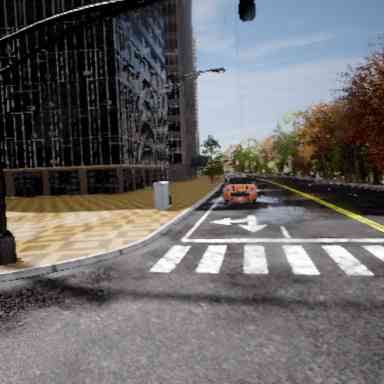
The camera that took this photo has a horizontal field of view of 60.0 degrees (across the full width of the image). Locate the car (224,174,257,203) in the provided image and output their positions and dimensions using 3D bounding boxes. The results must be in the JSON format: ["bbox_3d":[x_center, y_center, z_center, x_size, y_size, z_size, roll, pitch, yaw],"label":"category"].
[{"bbox_3d":[3.324,-0.297,22.958,2.097,1.767,4.553,-2,4,9],"label":"car"}]

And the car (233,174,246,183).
[{"bbox_3d":[7.489,-2.137,52.910,1.895,1.301,4.718,-2,4,7],"label":"car"}]
